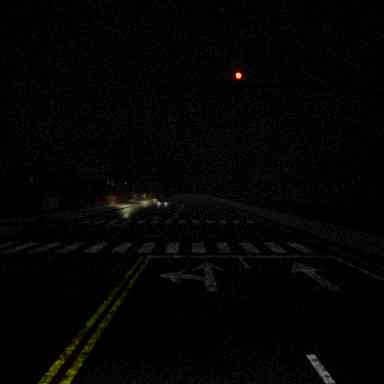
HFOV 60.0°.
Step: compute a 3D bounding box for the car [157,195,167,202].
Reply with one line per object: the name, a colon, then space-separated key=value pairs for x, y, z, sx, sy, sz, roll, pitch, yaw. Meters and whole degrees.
car: x=-6.358 y=1.459 z=71.672 sx=1.837 sy=1.490 sz=4.892 roll=0 pitch=0 yaw=0
